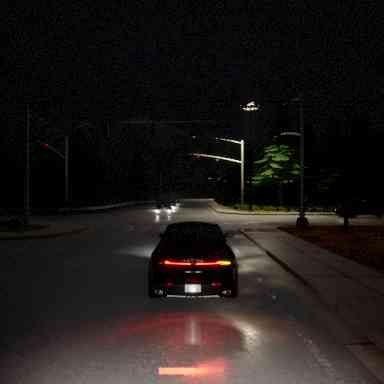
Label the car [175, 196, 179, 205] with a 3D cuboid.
[{"bbox_3d":[-3.654,1.601,55.203,1.895,1.301,4.718,0,0,0],"label":"car"}]

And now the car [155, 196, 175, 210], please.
[{"bbox_3d":[-3.658,1.506,44.043,1.837,1.490,4.892,0,0,0],"label":"car"}]

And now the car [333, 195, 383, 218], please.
[{"bbox_3d":[15.558,1.248,29.621,5.566,2.045,2.150,0,0,1],"label":"car"}]

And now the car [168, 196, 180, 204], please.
[{"bbox_3d":[-3.518,1.505,65.793,1.837,1.490,4.892,0,0,1],"label":"car"}]

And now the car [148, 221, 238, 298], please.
[{"bbox_3d":[0.036,1.501,8.481,1.837,1.490,4.892,0,0,0],"label":"car"}]
